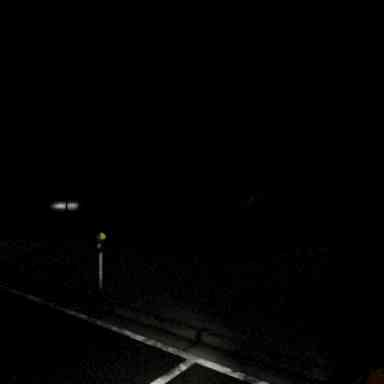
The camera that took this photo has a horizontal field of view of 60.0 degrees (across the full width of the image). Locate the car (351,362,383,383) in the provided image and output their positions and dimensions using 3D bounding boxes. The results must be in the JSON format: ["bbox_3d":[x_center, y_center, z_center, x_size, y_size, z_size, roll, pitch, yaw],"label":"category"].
[{"bbox_3d":[3.282,1.474,1.008,5.366,1.575,1.801,0,0,37],"label":"car"}]
